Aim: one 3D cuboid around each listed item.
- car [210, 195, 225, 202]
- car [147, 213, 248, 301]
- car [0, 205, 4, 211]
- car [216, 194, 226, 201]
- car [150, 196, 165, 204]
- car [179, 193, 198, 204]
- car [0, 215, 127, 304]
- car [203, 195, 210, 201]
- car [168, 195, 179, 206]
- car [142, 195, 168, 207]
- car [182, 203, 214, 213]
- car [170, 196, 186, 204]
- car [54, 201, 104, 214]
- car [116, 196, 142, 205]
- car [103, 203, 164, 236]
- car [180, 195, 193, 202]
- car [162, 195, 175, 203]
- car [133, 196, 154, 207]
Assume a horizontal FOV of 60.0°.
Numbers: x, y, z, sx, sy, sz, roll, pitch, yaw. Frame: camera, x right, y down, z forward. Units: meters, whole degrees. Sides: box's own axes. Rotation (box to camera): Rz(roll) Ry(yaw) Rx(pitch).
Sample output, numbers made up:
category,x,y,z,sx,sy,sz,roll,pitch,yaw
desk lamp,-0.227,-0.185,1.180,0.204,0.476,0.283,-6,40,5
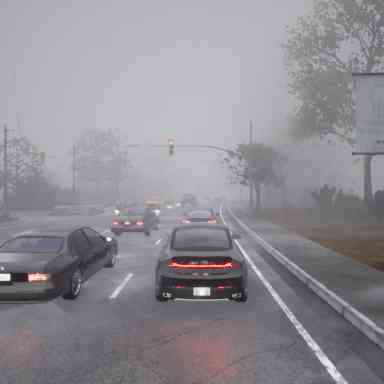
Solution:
category,x,y,z,sx,sy,sz,roll,pitch,yaw
car,5.848,1.519,75.269,1.812,1.442,4.674,0,0,9
car,0.214,1.505,8.283,1.837,1.490,4.892,0,0,1
car,-22.259,1.604,34.585,4.718,1.301,1.895,0,0,6
car,7.525,1.393,85.393,2.128,1.511,4.902,0,0,10
car,-6.493,1.526,63.159,1.812,1.442,4.674,0,0,8
car,-0.344,1.221,53.917,2.150,2.045,5.566,0,0,6
car,-3.298,1.547,8.365,2.033,1.411,5.357,0,0,1
car,3.991,1.500,85.495,1.837,1.490,4.892,0,0,10
car,-3.948,1.564,55.206,1.994,1.385,4.181,0,0,6
car,-4.959,1.478,45.322,1.882,1.535,5.008,0,0,5
car,0.458,1.526,17.530,1.812,1.442,4.674,0,0,4
car,-2.704,1.491,65.114,2.128,1.511,4.902,0,0,8
car,-11.442,1.601,34.136,4.718,1.301,1.895,0,0,-2
car,-8.557,1.352,44.333,2.097,1.767,4.553,0,0,5
car,-3.015,1.547,18.432,2.033,1.411,5.357,0,0,2
car,-1.236,1.524,75.280,2.128,1.511,4.902,0,0,9
car,-5.060,1.500,73.368,1.837,1.490,4.892,0,0,8
car,-7.679,1.491,53.280,2.128,1.511,4.902,0,0,6
